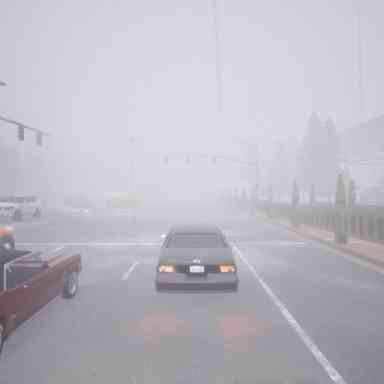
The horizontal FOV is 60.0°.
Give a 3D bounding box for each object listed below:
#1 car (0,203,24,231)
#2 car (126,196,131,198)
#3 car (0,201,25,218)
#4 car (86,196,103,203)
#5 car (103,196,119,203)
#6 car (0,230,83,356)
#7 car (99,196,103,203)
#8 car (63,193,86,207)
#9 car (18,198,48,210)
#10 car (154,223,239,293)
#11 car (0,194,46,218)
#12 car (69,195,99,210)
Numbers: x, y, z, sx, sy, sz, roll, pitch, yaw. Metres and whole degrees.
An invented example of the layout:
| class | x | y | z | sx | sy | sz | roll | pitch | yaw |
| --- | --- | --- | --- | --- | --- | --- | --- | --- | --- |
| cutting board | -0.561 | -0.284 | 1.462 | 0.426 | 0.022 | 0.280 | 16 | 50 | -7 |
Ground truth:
| class | x | y | z | sx | sy | sz | roll | pitch | yaw |
| --- | --- | --- | --- | --- | --- | --- | --- | --- | --- |
| car | -6.909 | 1.350 | 9.183 | 2.097 | 1.767 | 4.553 | 0 | 0 | 0 |
| car | -14.072 | 1.524 | 75.426 | 2.033 | 1.411 | 5.357 | 0 | 0 | 0 |
| car | -17.631 | 1.594 | 30.793 | 1.895 | 1.301 | 4.718 | 0 | 0 | 0 |
| car | -21.069 | 1.525 | 72.130 | 2.033 | 1.411 | 5.357 | 0 | 0 | 0 |
| car | -14.128 | 1.588 | 60.080 | 1.895 | 1.301 | 4.718 | 0 | 0 | 0 |
| car | -3.405 | 1.600 | 5.518 | 1.895 | 1.301 | 4.718 | 0 | 0 | 0 |
| car | -17.565 | 1.512 | 67.338 | 1.812 | 1.442 | 4.674 | 0 | 0 | 0 |
| car | -17.644 | 1.211 | 50.716 | 2.150 | 2.045 | 5.566 | 0 | 0 | 0 |
| car | -21.138 | 1.554 | 44.327 | 1.994 | 1.385 | 4.181 | 0 | 0 | 0 |
| car | 0.091 | 1.546 | 8.974 | 2.033 | 1.411 | 5.357 | 0 | 0 | 0 |
| car | -14.124 | 1.216 | 26.688 | 2.150 | 2.045 | 5.566 | 0 | 0 | -1 |
| car | -14.141 | 1.517 | 43.884 | 1.812 | 1.442 | 4.674 | 0 | 0 | 0 |
